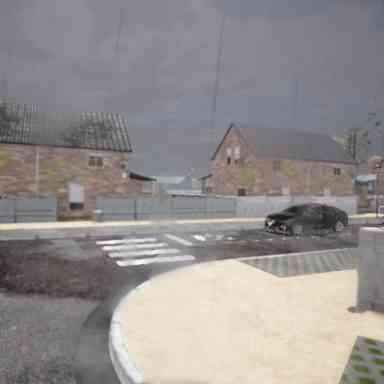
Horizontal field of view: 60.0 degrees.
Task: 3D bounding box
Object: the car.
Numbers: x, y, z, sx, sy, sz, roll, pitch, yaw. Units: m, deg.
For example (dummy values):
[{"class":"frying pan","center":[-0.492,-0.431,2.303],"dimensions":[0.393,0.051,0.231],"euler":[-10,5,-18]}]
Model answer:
[{"class":"car","center":[6.066,1.349,17.579],"dimensions":[4.892,1.490,1.837],"euler":[0,2,-25]}]
